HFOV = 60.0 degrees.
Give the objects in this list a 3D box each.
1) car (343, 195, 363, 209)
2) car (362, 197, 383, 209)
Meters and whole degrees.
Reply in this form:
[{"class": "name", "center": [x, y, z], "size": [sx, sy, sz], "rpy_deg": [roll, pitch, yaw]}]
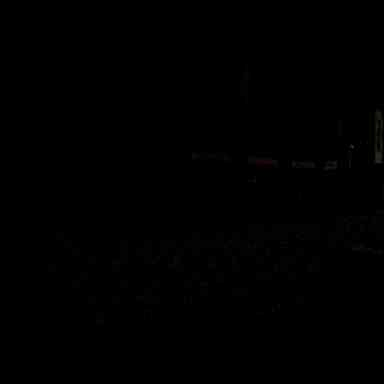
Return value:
[{"class": "car", "center": [21.979, 1.352, 47.228], "size": [2.192, 1.841, 5.009], "rpy_deg": [0, 0, -35]}, {"class": "car", "center": [25.105, 1.548, 42.786], "size": [1.752, 1.417, 4.829], "rpy_deg": [0, 0, -35]}]
